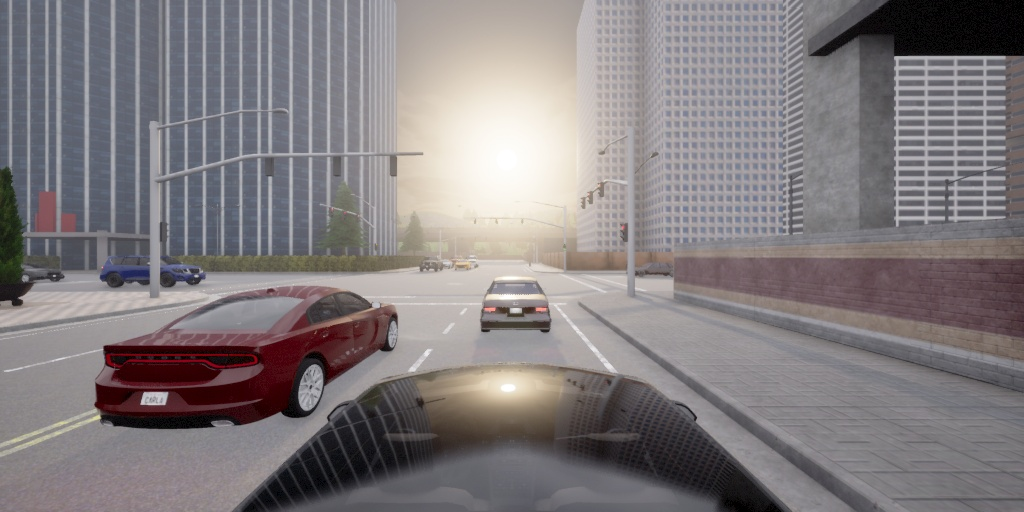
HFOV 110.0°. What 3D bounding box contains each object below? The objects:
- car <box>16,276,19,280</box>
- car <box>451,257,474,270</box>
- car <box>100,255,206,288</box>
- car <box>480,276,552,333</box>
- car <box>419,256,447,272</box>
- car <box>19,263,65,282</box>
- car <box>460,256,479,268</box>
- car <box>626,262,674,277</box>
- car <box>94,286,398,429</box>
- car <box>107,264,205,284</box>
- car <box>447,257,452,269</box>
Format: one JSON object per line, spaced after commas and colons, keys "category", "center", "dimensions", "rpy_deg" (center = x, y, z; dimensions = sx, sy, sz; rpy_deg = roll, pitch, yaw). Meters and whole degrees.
{"category": "car", "center": [-36.094, 1.314, 23.580], "dimensions": [4.181, 1.385, 1.994], "rpy_deg": [0, 0, 0]}
{"category": "car", "center": [-7.063, 1.227, 51.959], "dimensions": [1.882, 1.535, 5.008], "rpy_deg": [0, 0, 0]}
{"category": "car", "center": [-23.595, 0.972, 23.652], "dimensions": [5.566, 2.045, 2.150], "rpy_deg": [0, 0, 0]}
{"category": "car", "center": [0.090, 1.297, 10.758], "dimensions": [2.033, 1.411, 5.357], "rpy_deg": [0, 0, 0]}
{"category": "car", "center": [-10.569, 0.972, 47.353], "dimensions": [2.150, 2.045, 5.566], "rpy_deg": [0, 0, 0]}
{"category": "car", "center": [-37.007, 1.255, 27.075], "dimensions": [4.892, 1.490, 1.837], "rpy_deg": [0, 0, 0]}
{"category": "car", "center": [-7.031, 0.971, 61.800], "dimensions": [2.150, 2.045, 5.566], "rpy_deg": [0, 0, 0]}
{"category": "car", "center": [13.912, 1.297, 34.737], "dimensions": [5.357, 1.411, 2.033], "rpy_deg": [0, 0, 0]}
{"category": "car", "center": [-3.440, 1.228, 5.946], "dimensions": [1.882, 1.535, 5.008], "rpy_deg": [0, 0, 0]}
{"category": "car", "center": [-26.784, 1.297, 27.131], "dimensions": [5.357, 1.411, 2.033], "rpy_deg": [0, 0, 0]}
{"category": "car", "center": [-10.551, 1.275, 56.892], "dimensions": [1.812, 1.442, 4.674], "rpy_deg": [0, 0, 0]}
